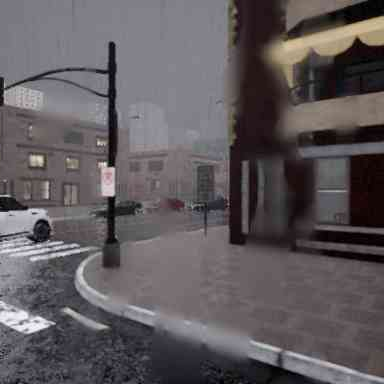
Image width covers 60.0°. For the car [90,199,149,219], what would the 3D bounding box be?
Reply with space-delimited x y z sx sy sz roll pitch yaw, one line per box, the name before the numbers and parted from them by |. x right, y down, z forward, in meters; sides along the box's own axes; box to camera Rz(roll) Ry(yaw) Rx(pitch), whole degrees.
car | -5.602 1.229 25.050 1.947 1.339 4.313 1 1 35

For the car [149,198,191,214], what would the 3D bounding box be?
car | -2.297 1.180 29.689 1.802 1.307 4.206 1 1 35

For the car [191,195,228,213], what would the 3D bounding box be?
car | 1.477 1.067 30.531 2.128 1.511 4.902 0 1 36

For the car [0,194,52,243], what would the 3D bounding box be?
car | -7.422 1.077 11.885 2.150 2.045 5.566 -2 0 11
